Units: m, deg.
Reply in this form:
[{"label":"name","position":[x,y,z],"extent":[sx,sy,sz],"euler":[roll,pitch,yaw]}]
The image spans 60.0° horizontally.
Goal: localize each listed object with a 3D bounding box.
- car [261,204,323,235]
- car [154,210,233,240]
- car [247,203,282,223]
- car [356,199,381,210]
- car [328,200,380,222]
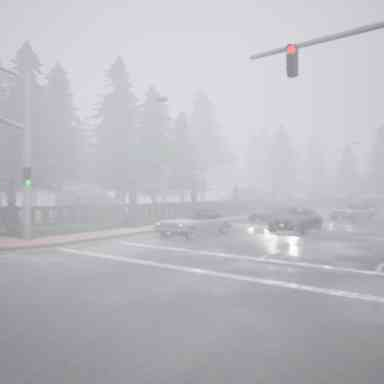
[{"label":"car","position":[5.940,1.566,19.029],"extent":[1.994,1.385,4.181],"euler":[0,0,39]},{"label":"car","position":[0.208,1.625,17.433],"extent":[1.895,1.301,4.718],"euler":[0,0,38]},{"label":"car","position":[6.247,1.562,24.960],"extent":[2.033,1.411,5.357],"euler":[0,0,41]},{"label":"car","position":[16.947,1.491,33.557],"extent":[4.892,1.490,1.837],"euler":[0,0,-29]},{"label":"car","position":[12.821,1.589,26.547],"extent":[4.718,1.301,1.895],"euler":[0,0,-40]}]
